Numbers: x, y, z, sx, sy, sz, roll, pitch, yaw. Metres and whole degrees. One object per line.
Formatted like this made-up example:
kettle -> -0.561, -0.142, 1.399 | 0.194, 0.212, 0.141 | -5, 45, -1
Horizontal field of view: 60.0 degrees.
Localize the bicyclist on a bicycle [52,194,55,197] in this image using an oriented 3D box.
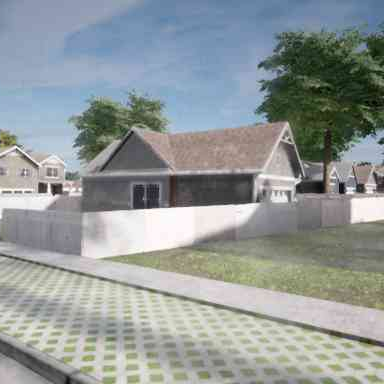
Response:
bicyclist on a bicycle -> -13.073, 1.021, 31.582 | 1.656, 1.620, 0.582 | 0, 1, 34
